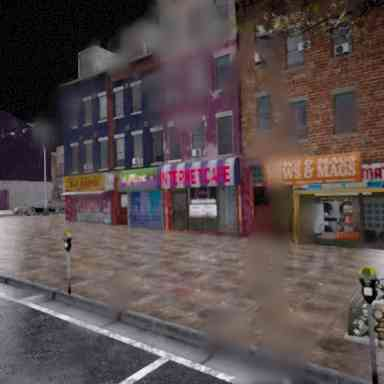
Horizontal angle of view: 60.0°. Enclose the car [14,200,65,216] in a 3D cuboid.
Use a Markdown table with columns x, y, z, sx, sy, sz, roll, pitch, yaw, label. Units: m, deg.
| x | y | z | sx | sy | sz | roll | pitch | yaw | label |
| --- | --- | --- | --- | --- | --- | --- | --- | --- | --- |
| -15.293 | 1.567 | 33.525 | 2.128 | 1.511 | 4.902 | -2 | -1 | 36 | car |
